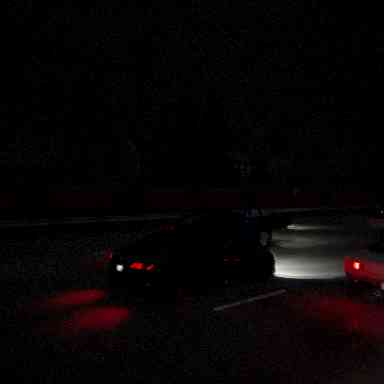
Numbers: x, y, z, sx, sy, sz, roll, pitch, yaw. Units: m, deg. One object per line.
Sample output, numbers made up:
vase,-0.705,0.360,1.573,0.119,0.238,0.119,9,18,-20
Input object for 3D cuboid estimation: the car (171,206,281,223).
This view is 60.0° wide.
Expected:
car,1.035,1.477,13.145,5.008,1.535,1.882,0,0,-36

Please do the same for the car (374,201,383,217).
car,18.297,1.491,30.014,4.902,1.511,2.128,0,0,-36

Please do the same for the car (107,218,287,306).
car,0.098,1.563,8.146,4.181,1.385,1.994,0,0,-36

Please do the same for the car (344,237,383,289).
car,5.705,1.600,7.881,4.718,1.301,1.895,0,0,-36

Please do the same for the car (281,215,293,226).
car,3.503,1.547,19.264,5.357,1.411,2.033,0,0,-36
